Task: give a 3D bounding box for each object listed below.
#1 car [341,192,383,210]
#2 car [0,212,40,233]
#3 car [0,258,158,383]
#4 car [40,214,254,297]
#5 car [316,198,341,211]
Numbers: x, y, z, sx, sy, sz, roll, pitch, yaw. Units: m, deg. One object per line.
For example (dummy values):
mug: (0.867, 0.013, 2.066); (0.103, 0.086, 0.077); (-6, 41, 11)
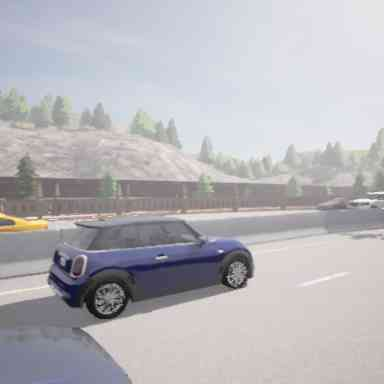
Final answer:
car: (16.583, 1.029, 29.838); (5.566, 2.045, 2.150); (0, 0, -23)
car: (-7.578, 1.475, 11.454); (5.008, 1.535, 1.882); (0, 0, -35)
car: (-2.916, 1.557, 1.667); (5.357, 1.411, 2.033); (0, 0, -35)
car: (-0.716, 1.328, 7.527); (4.553, 1.767, 2.097); (0, 0, -35)
car: (14.406, 1.342, 32.638); (4.674, 1.442, 1.812); (0, 0, -23)
